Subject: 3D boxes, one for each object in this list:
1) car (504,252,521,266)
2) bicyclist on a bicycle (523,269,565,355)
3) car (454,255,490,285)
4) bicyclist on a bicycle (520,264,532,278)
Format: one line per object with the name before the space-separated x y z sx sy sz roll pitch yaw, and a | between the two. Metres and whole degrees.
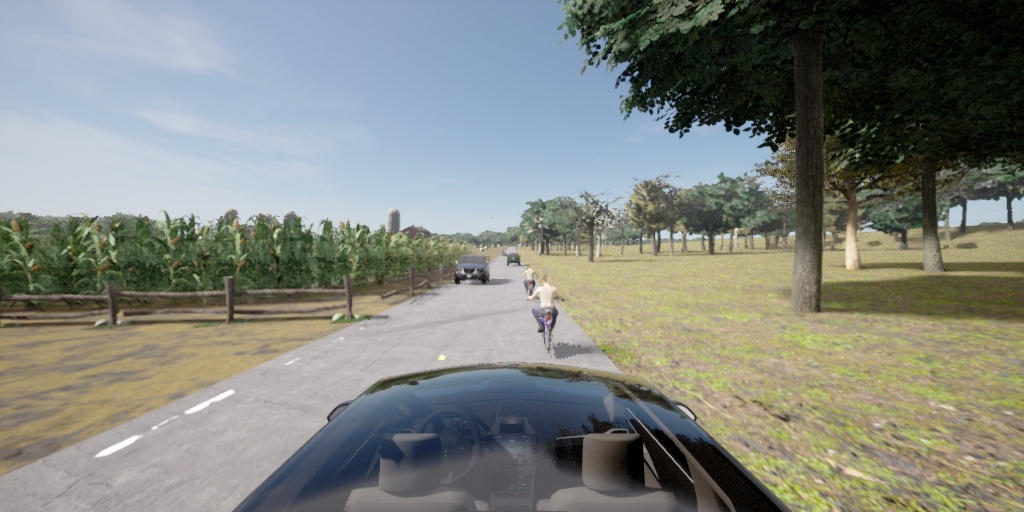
car | 0.243 0.490 58.008 2.150 2.045 5.566 0 1 0
bicyclist on a bicycle | 0.737 1.183 7.737 0.866 1.612 1.509 0 0 1
car | -2.790 0.933 26.112 2.150 2.045 5.566 0 0 0
bicyclist on a bicycle | 0.822 1.179 16.472 0.866 1.612 1.509 0 0 0
